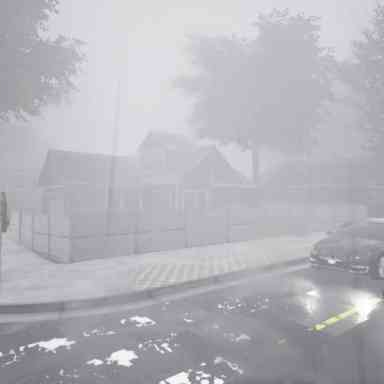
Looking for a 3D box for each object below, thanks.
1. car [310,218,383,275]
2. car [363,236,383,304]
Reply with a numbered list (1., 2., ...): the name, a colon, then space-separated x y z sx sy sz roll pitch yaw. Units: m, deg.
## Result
1. car: 5.588 1.618 10.376 4.892 1.490 1.837 1 -1 -39
2. car: 5.862 1.618 6.919 5.357 1.411 2.033 1 -1 -39
